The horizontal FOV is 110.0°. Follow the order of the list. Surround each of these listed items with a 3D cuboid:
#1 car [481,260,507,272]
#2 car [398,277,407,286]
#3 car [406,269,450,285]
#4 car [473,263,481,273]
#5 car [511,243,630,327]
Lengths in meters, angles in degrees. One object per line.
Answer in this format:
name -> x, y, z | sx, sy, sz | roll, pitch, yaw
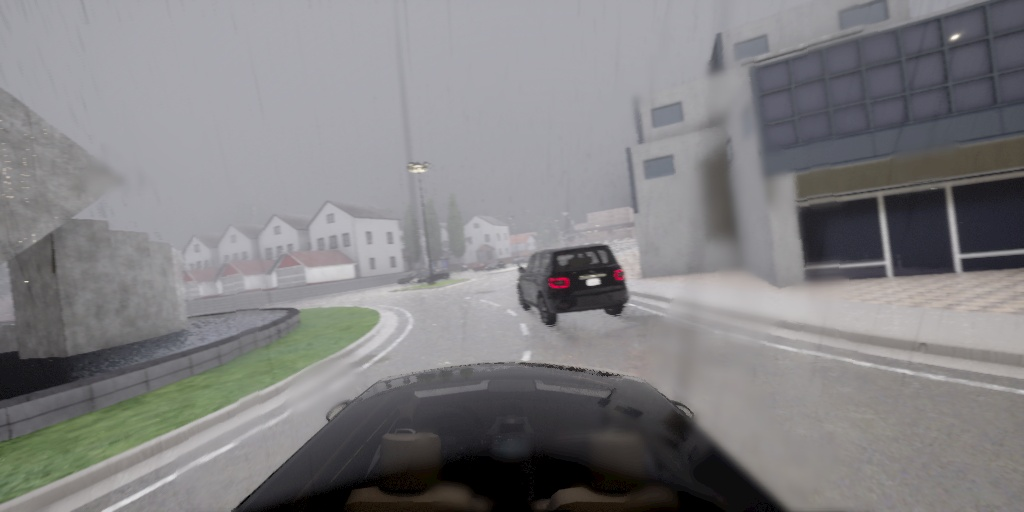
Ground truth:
car -> -2.431, 1.515, 55.767 | 1.837, 1.490, 4.892 | -7, 0, 24
car -> -11.910, 2.677, 44.511 | 1.882, 1.535, 5.008 | -7, 0, 31
car -> -9.398, 2.380, 42.079 | 2.128, 1.511, 4.902 | -7, 0, 33
car -> -4.707, 1.770, 59.181 | 1.882, 1.535, 5.008 | -7, 0, 25
car -> 1.560, 0.764, 11.217 | 2.150, 2.045, 5.566 | -7, 0, -9
